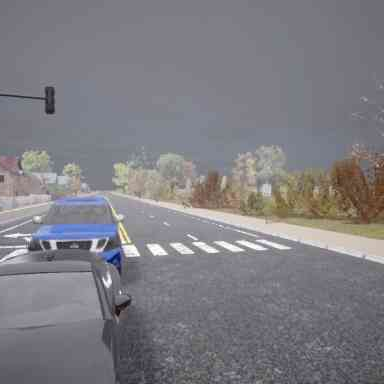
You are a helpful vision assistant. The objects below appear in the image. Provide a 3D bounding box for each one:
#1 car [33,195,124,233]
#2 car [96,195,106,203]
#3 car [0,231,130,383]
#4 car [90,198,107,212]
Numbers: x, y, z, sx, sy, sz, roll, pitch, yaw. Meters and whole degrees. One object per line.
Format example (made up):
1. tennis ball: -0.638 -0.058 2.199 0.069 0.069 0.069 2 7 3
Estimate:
1. car: -3.334 1.216 10.074 2.150 2.045 5.566 0 0 -15
2. car: -18.377 1.416 67.029 1.882 1.535 5.008 0 0 -15
3. car: -1.746 1.525 3.976 1.812 1.442 4.674 0 0 -12
4. car: -11.356 1.480 40.448 1.837 1.490 4.892 0 0 -15
